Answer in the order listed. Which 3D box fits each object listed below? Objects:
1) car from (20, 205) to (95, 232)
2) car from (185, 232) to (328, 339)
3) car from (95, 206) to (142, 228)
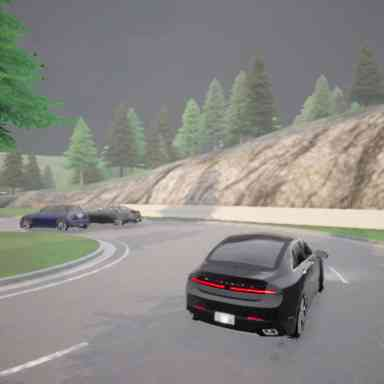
[{"bbox_3d":[-9.271,1.645,22.420,4.553,1.767,2.097,0,-1,21],"label":"car"},{"bbox_3d":[1.578,1.599,6.944,1.837,1.490,4.892,2,0,27],"label":"car"},{"bbox_3d":[-6.140,1.820,25.047,4.902,1.511,2.128,0,-1,24],"label":"car"}]
